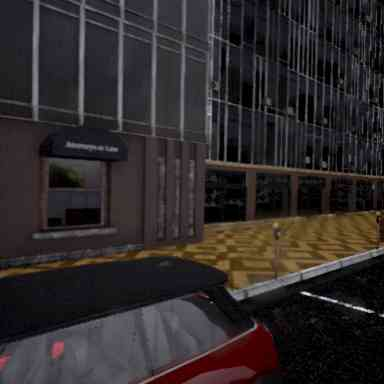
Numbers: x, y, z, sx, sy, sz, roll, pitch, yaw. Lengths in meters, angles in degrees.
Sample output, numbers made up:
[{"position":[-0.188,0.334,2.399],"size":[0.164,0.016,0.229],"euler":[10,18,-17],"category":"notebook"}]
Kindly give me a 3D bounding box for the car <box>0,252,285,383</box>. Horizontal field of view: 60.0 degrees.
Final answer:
[{"position":[-1.201,1.360,2.221],"size":[4.097,1.590,1.967],"euler":[0,2,-41],"category":"car"}]
